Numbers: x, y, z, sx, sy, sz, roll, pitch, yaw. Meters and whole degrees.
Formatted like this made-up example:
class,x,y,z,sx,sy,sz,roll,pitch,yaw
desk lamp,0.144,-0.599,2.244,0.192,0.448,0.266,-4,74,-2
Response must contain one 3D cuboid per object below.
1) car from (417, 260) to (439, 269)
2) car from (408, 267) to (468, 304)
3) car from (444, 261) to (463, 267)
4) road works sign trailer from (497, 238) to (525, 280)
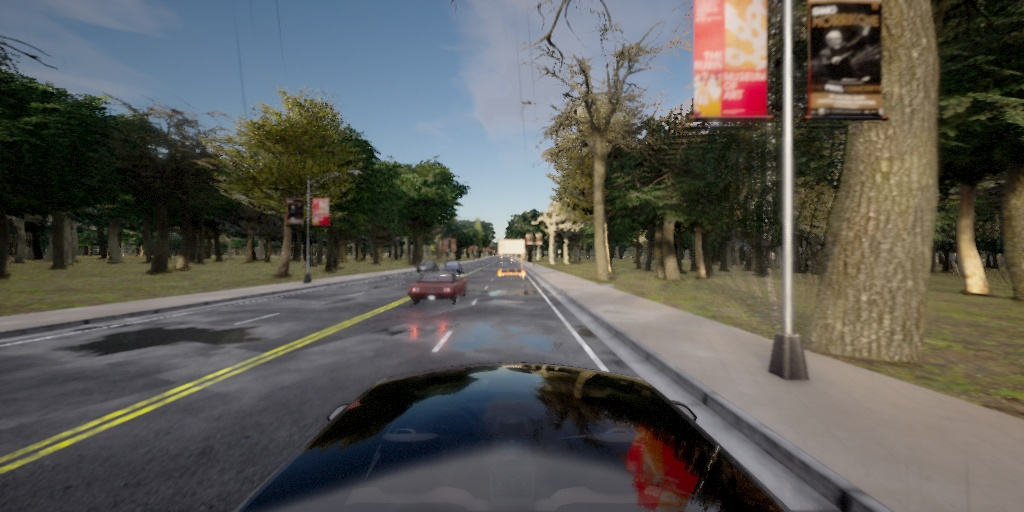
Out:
class,x,y,z,sx,sy,sz,roll,pitch,yaw
car,-9.904,1.273,42.497,2.128,1.511,4.902,0,0,0
car,-3.157,1.362,16.324,1.895,1.301,4.718,0,0,0
car,-6.650,1.305,40.662,1.812,1.442,4.674,0,0,0
road works sign trailer,-0.033,0.237,31.225,2.380,3.560,2.880,0,0,0
